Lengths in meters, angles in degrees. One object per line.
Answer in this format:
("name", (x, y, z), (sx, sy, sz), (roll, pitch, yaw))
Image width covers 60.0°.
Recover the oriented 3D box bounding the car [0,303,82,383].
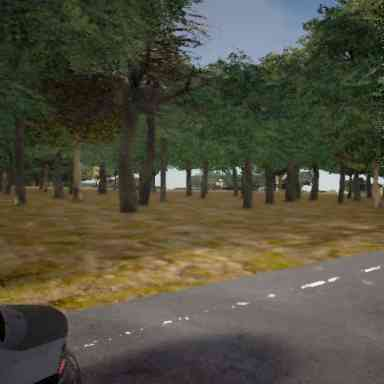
("car", (-3.141, 1.500, 1.747), (4.892, 1.490, 1.837), (0, 0, -35))
